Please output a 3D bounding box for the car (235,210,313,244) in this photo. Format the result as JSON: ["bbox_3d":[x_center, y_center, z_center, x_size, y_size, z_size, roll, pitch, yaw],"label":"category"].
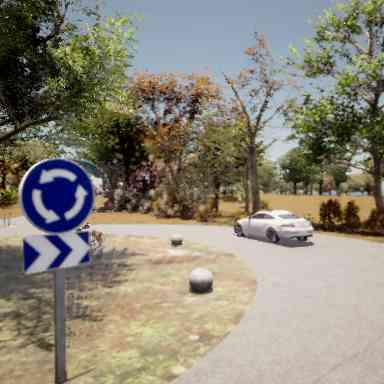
[{"bbox_3d":[3.900,1.630,16.503,1.812,1.442,4.674,0,-1,-24],"label":"car"}]
